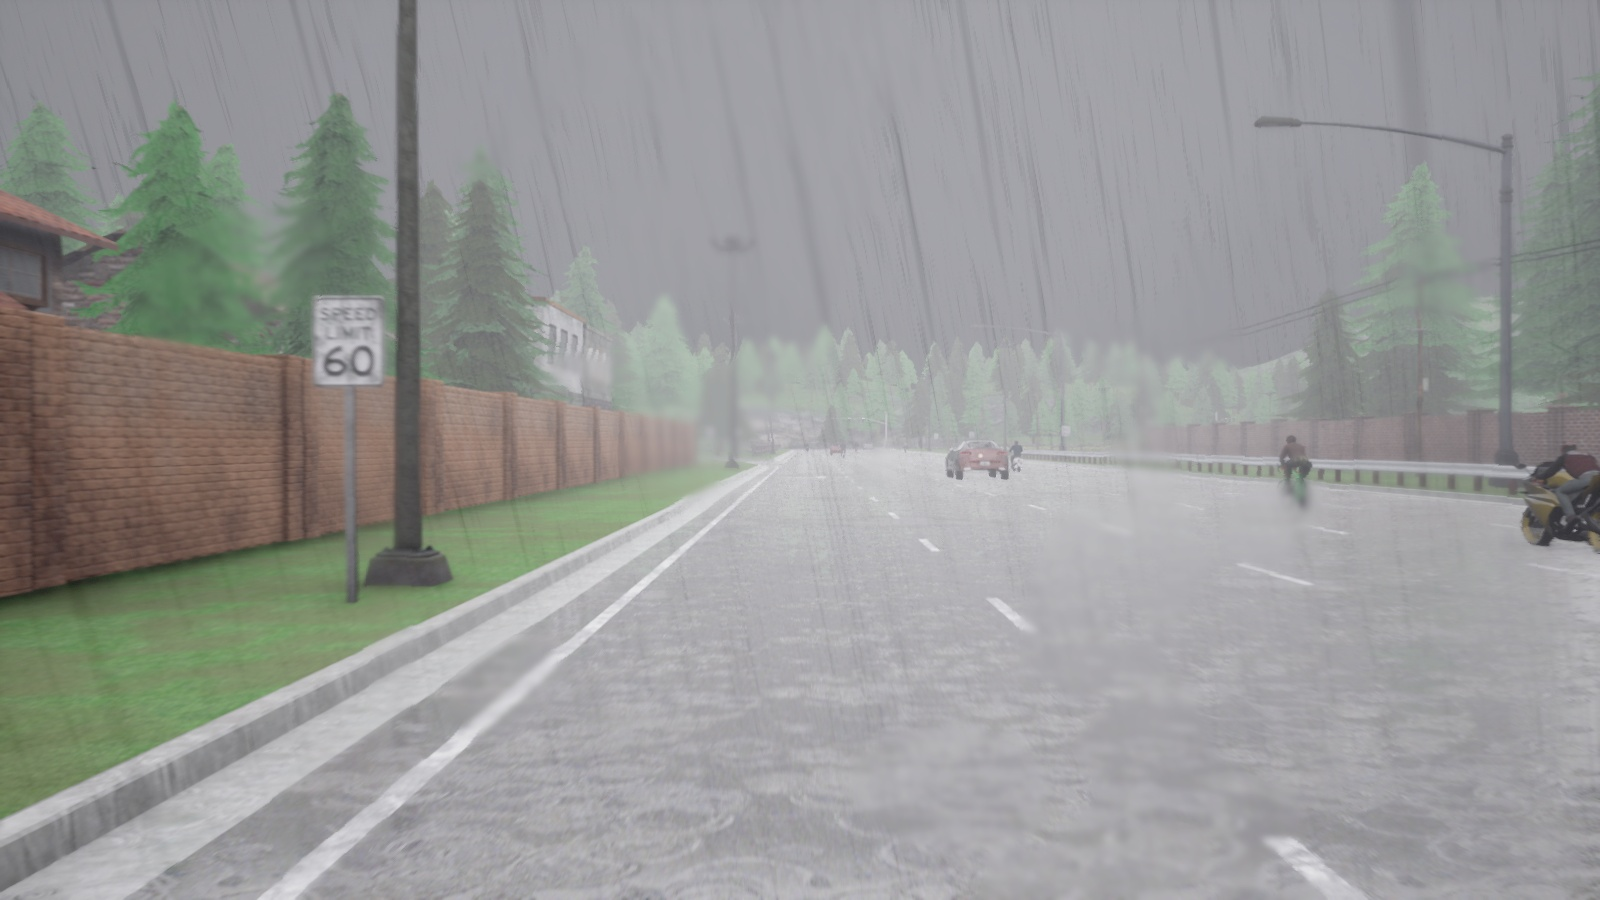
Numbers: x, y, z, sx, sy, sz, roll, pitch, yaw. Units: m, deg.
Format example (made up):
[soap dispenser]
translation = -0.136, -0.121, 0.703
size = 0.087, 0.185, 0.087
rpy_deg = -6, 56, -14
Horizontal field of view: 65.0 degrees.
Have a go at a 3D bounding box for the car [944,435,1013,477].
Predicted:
[car]
translation = 7.311, 0.208, 51.909
size = 2.152, 1.651, 5.027
rpy_deg = 0, 0, 0

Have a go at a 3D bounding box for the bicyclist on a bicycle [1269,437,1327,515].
[bicyclist on a bicycle]
translation = 10.668, 0.540, 26.943
size = 0.582, 1.620, 1.656
rpy_deg = 0, 0, 0

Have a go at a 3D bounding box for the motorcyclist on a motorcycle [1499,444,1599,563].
[motorcyclist on a motorcycle]
translation = 10.622, 0.683, 17.211
size = 0.866, 1.530, 2.191
rpy_deg = 0, 0, 0
